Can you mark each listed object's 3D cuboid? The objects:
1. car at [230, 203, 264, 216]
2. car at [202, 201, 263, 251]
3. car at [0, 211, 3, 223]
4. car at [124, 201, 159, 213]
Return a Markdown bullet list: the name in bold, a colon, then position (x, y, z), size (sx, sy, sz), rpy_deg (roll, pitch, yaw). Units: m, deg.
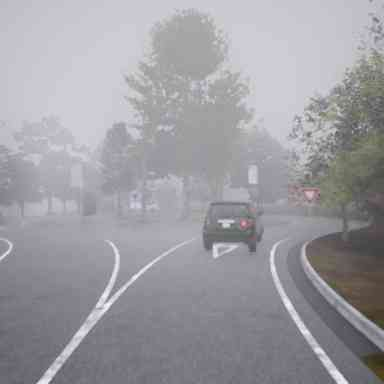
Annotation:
- **car**: position (8.103, 2.591, 49.169), size (2.097, 1.767, 4.553), rpy_deg (2, -2, -44)
- **car**: position (1.991, 1.436, 15.269), size (2.150, 2.045, 5.566), rpy_deg (-1, -2, 15)
- **car**: position (-18.176, 2.211, 29.992), size (2.033, 1.411, 5.357), rpy_deg (1, -2, -25)
- **car**: position (-8.025, 2.423, 53.073), size (5.566, 2.045, 2.150), rpy_deg (1, -3, -14)
